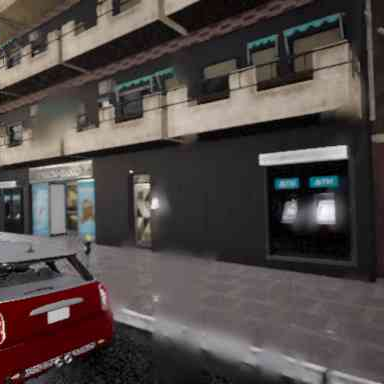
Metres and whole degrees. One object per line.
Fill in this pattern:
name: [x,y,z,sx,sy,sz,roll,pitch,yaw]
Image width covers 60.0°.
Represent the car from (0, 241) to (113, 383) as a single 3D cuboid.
car: [-3.122,1.456,4.990,4.097,1.590,1.967,0,-2,36]
